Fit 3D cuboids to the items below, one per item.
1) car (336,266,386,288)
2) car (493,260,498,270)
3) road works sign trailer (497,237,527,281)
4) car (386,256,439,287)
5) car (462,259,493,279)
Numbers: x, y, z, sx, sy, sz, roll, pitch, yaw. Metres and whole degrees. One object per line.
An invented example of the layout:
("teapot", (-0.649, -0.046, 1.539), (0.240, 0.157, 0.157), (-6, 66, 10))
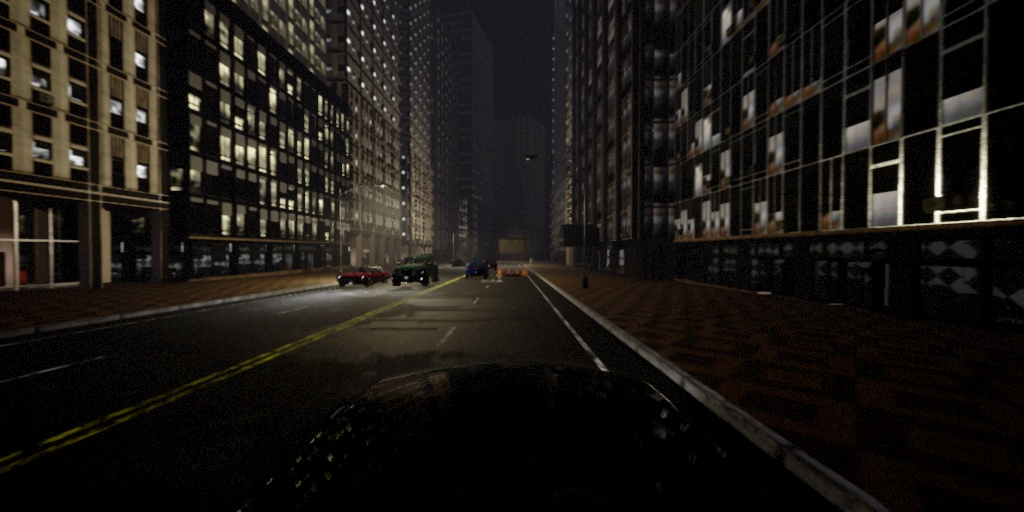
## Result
("car", (-9.841, 1.372, 24.087), (1.895, 1.301, 4.718), (0, 0, 0))
("car", (-3.134, 1.277, 52.723), (1.882, 1.535, 5.008), (0, 0, 0))
("road works sign trailer", (0.014, 0.241, 30.005), (2.380, 3.560, 2.880), (0, 0, 1))
("car", (-6.589, 0.993, 25.084), (2.150, 2.045, 5.566), (0, 0, 0))
("car", (-3.140, 1.258, 33.623), (1.882, 1.535, 5.008), (0, 0, 0))
